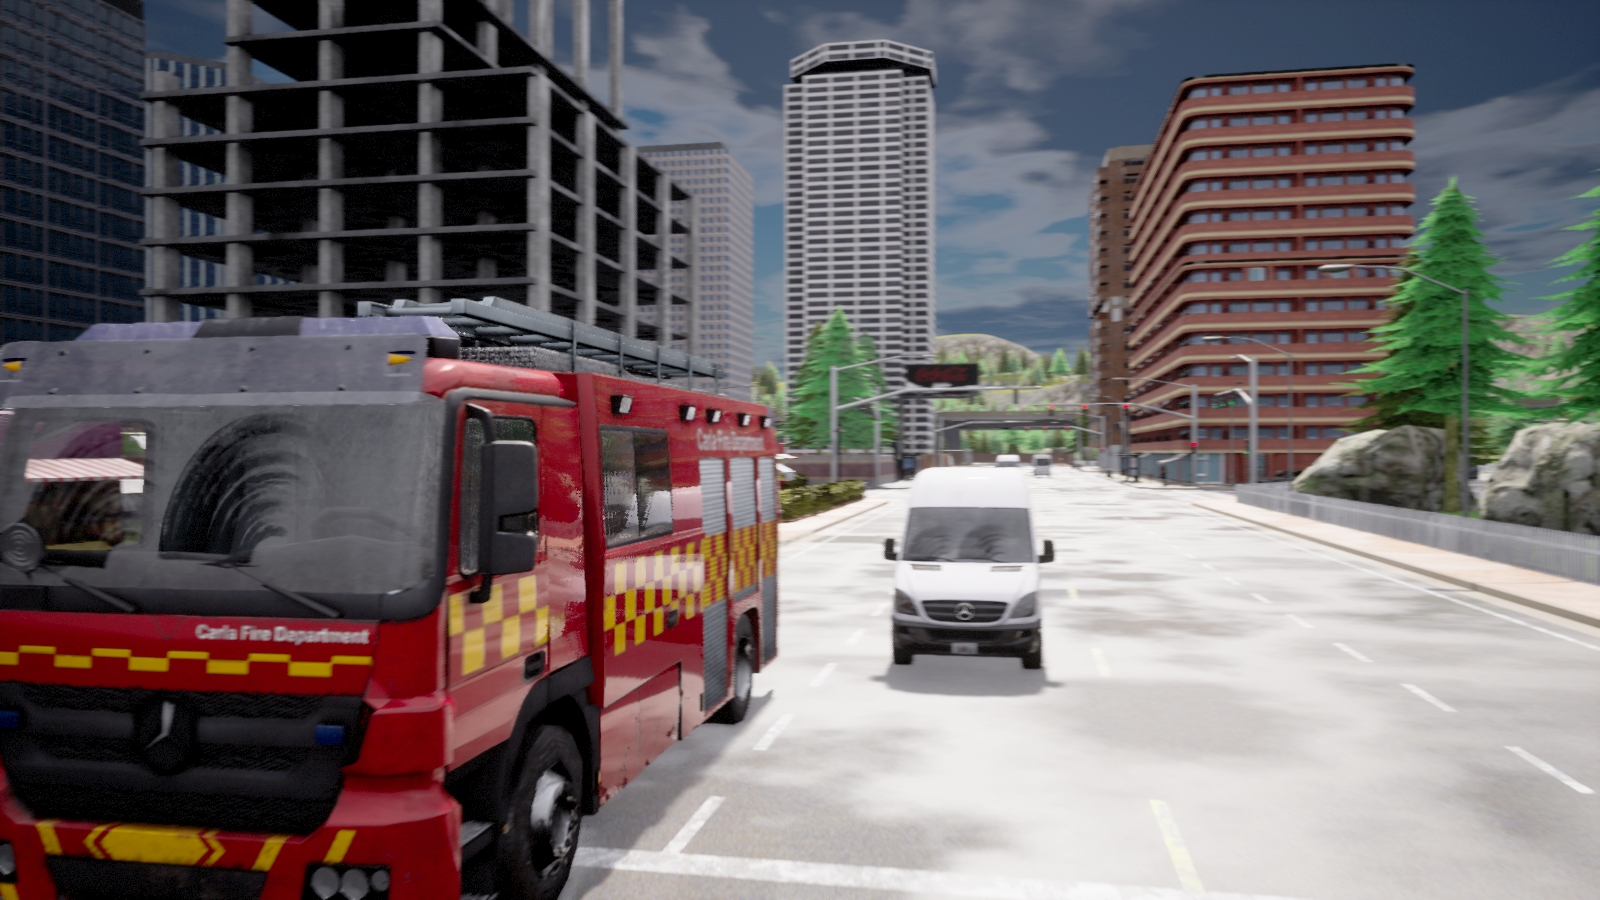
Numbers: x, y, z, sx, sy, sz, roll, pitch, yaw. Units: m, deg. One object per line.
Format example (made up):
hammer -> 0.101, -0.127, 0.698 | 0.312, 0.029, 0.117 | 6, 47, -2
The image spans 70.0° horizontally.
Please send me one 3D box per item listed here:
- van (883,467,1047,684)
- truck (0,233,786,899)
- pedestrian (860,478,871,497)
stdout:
van -> 2.556, 1.569, 16.952 | 1.988, 2.561, 5.915 | 0, 0, 11
truck -> -2.376, 0.918, 9.746 | 2.891, 3.827, 8.468 | 0, 0, 11
pedestrian -> 3.869, 2.211, 67.109 | 0.500, 1.100, 0.500 | 0, 0, 21
